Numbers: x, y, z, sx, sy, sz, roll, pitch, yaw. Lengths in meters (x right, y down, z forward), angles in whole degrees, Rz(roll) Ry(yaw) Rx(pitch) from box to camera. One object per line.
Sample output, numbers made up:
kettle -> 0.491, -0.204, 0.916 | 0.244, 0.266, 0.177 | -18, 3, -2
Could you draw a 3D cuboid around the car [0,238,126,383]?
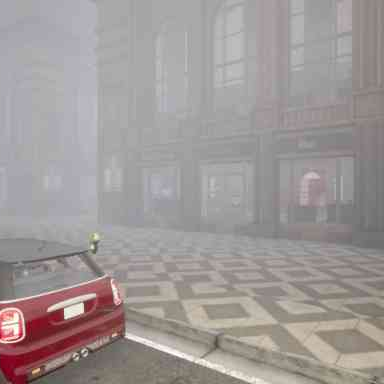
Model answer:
car -> -2.983, 1.440, 5.092 | 4.097, 1.590, 1.967 | 0, 0, 36
